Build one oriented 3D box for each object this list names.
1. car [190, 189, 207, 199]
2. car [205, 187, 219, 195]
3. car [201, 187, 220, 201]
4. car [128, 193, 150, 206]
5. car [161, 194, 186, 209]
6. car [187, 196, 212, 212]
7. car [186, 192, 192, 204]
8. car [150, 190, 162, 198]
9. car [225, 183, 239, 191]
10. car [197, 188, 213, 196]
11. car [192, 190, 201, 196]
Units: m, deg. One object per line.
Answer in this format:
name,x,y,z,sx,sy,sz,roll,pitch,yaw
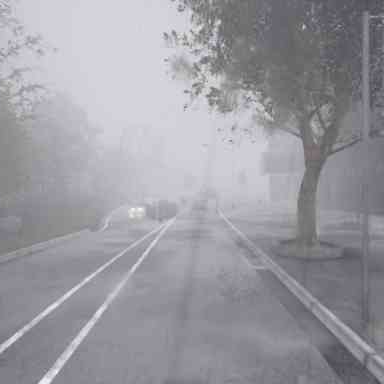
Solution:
car,1.354,0.307,64.210,2.097,1.535,5.008,0,3,14
car,4.637,-0.296,75.771,2.097,1.535,5.008,0,3,18
car,3.495,0.358,56.605,2.150,2.045,5.566,0,3,11
car,-7.312,1.018,44.577,2.128,1.511,4.902,0,2,-2
car,-2.352,1.422,41.654,2.002,1.452,4.674,-2,2,4
car,0.951,1.492,37.619,2.033,1.411,5.357,0,0,4
car,-1.804,1.079,47.764,2.097,1.535,5.008,1,3,10
car,-6.715,0.306,61.519,1.812,1.442,4.674,0,3,6
car,10.360,-1.059,90.736,2.231,1.521,4.892,-3,2,25
car,2.780,0.015,69.730,2.231,1.521,4.892,0,3,17
car,-0.009,0.643,58.136,2.002,1.452,4.674,-1,2,12
